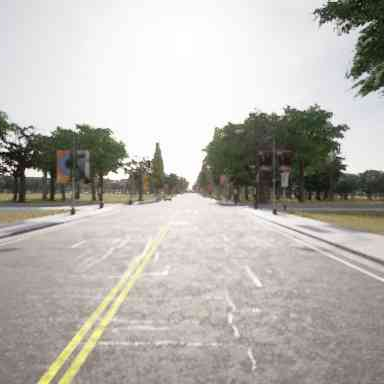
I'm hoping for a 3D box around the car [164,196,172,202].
[{"bbox_3d":[-6.523,1.829,90.198,2.128,1.511,4.902,0,-1,0],"label":"car"}]
